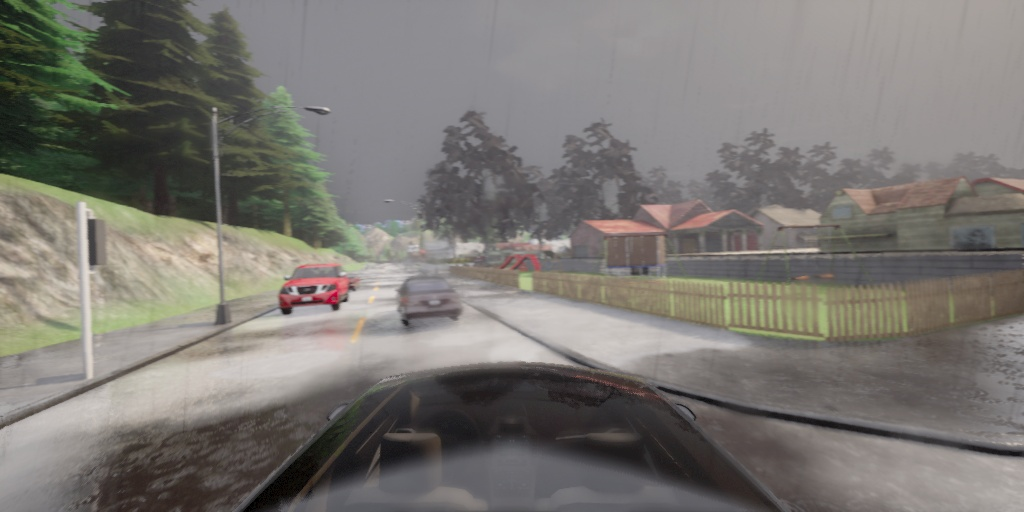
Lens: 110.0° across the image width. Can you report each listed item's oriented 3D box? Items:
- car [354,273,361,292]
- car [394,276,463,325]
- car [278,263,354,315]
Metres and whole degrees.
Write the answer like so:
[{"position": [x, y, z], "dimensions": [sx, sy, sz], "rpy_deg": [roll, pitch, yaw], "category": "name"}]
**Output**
[{"position": [-12.180, 1.894, 26.082], "dimensions": [1.895, 1.301, 4.718], "rpy_deg": [-3, 0, -19], "category": "car"}, {"position": [-3.081, 1.435, 12.751], "dimensions": [2.033, 1.411, 5.357], "rpy_deg": [-3, 0, -20], "category": "car"}, {"position": [-8.953, 1.370, 16.655], "dimensions": [2.150, 2.045, 5.566], "rpy_deg": [-3, 0, -19], "category": "car"}]
